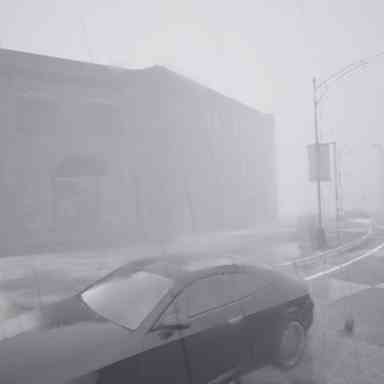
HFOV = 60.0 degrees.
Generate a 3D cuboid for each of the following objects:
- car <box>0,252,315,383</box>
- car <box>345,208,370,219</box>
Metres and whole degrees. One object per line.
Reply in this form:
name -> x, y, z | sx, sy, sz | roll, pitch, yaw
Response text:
car -> -0.285, 1.560, 4.121 | 4.674, 1.442, 1.812 | 0, -1, -39
car -> 21.310, 2.789, 43.001 | 1.994, 1.385, 4.181 | -3, -3, 7
